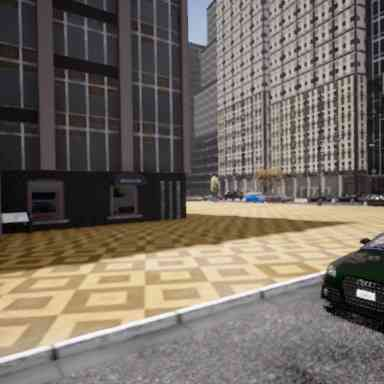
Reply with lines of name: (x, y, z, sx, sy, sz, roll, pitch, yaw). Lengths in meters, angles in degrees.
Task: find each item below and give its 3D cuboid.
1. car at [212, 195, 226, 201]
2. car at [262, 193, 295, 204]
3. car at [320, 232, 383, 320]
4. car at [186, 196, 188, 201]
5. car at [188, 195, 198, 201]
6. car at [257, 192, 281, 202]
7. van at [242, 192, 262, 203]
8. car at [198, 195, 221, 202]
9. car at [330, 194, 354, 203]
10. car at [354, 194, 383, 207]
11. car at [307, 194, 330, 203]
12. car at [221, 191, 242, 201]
car: (6.737, 1.432, 84.027, 1.802, 1.307, 4.206, -2, 0, -24)
car: (14.054, 1.108, 53.286, 2.033, 1.411, 5.357, -1, 0, -24)
car: (4.374, 1.389, 6.356, 4.181, 1.385, 1.994, -2, 1, -34)
car: (-0.924, 1.556, 80.633, 1.887, 1.381, 4.507, -2, 0, -24)
car: (1.421, 1.460, 75.335, 1.752, 1.417, 4.829, -2, 0, -24)
car: (14.039, 0.942, 60.947, 2.097, 1.767, 4.553, -1, 0, -24)
van: (10.454, 0.990, 54.917, 1.690, 1.788, 3.998, -2, 0, -24)
car: (3.630, 1.414, 70.346, 2.008, 1.369, 4.403, -2, 0, -24)
car: (22.677, 0.915, 48.025, 1.947, 1.339, 4.313, -2, 0, -24)
car: (19.571, 0.926, 34.344, 2.008, 1.369, 4.403, -2, 0, -24)
car: (20.400, 0.984, 53.168, 1.947, 1.339, 4.313, -2, 0, -24)
car: (9.034, 0.805, 72.198, 2.150, 2.045, 5.566, -1, 0, -24)
